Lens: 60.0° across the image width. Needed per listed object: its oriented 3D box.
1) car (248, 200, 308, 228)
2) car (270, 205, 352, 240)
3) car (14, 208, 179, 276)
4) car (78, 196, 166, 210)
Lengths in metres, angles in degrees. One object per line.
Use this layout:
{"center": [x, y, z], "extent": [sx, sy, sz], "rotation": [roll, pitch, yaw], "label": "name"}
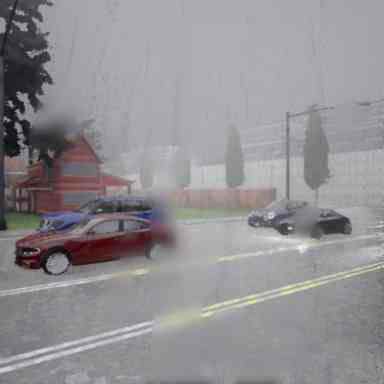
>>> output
{"center": [5.652, 1.331, 20.843], "extent": [4.553, 1.767, 2.097], "rotation": [0, 0, -35], "label": "car"}
{"center": [6.322, 1.546, 17.047], "extent": [4.181, 1.385, 1.994], "rotation": [0, 0, -35], "label": "car"}
{"center": [-2.800, 1.473, 10.543], "extent": [5.008, 1.535, 1.882], "rotation": [0, 0, -35], "label": "car"}
{"center": [-3.565, 1.219, 14.275], "extent": [5.566, 2.045, 2.150], "rotation": [0, 0, -35], "label": "car"}
